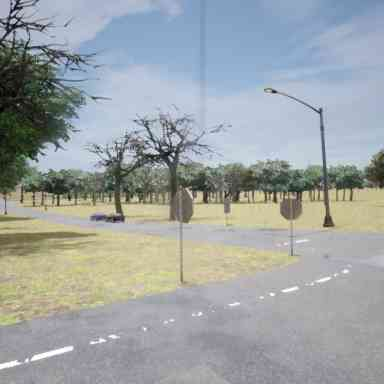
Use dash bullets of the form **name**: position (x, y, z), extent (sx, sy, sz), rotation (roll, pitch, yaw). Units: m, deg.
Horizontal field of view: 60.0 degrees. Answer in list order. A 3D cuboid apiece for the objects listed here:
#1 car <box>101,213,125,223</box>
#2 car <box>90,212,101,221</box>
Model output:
- **car**: position (-12.622, 4.161, 54.195), extent (1.882, 1.535, 5.008), rotation (-1, -2, -34)
- **car**: position (-17.117, 4.487, 60.700), extent (1.882, 1.535, 5.008), rotation (-1, -1, -34)
